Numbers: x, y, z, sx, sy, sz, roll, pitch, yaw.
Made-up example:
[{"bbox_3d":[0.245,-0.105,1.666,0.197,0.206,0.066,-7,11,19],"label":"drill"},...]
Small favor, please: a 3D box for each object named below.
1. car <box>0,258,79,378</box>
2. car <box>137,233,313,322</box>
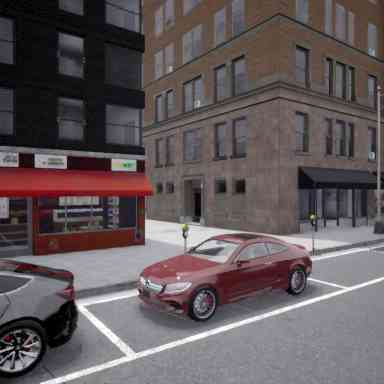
[{"bbox_3d":[-3.597,1.566,3.969,4.313,1.339,1.947,0,0,-35],"label":"car"},{"bbox_3d":[0.884,1.582,7.160,4.206,1.307,1.802,0,0,-35],"label":"car"}]
